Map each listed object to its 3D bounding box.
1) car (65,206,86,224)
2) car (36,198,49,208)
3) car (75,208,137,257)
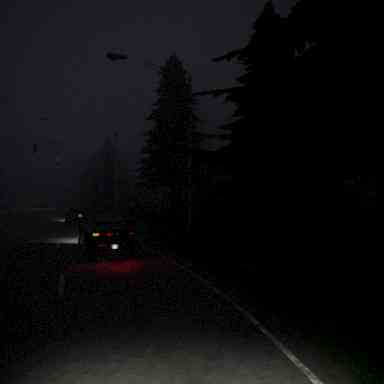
[{"bbox_3d":[-9.434,1.837,27.651,1.994,1.385,4.181,0,-1,-22],"label":"car"},{"bbox_3d":[-26.431,1.930,58.869,2.097,1.767,4.553,0,-1,-22],"label":"car"},{"bbox_3d":[-3.593,1.644,13.770,1.837,1.490,4.892,0,0,-22],"label":"car"}]
